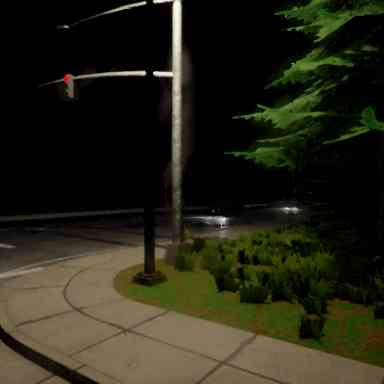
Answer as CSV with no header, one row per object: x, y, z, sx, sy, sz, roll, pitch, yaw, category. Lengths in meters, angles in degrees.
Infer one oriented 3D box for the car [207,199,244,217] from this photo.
3.270,1.458,31.462,1.837,1.490,4.892,0,0,35,car

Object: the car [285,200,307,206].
14.884,1.540,47.535,1.994,1.385,4.181,0,0,37,car
